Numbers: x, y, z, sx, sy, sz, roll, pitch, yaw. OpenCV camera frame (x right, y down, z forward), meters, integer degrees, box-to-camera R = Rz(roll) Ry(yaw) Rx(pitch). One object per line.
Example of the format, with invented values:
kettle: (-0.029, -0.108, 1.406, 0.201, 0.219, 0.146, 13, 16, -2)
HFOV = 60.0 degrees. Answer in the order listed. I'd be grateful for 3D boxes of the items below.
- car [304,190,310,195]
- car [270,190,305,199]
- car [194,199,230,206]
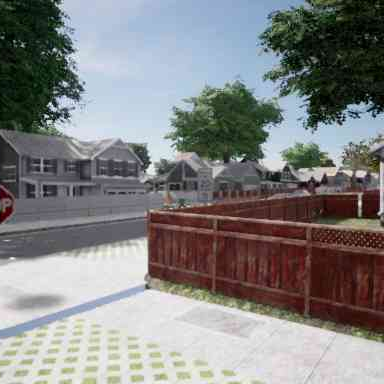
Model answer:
car: (14.928, 0.483, 46.255, 2.097, 1.767, 4.553, 0, 1, 35)
car: (9.375, 0.879, 33.555, 2.128, 1.511, 4.902, 0, 1, 35)
car: (1.666, 1.177, 22.563, 2.033, 1.411, 5.357, 0, 1, 35)
